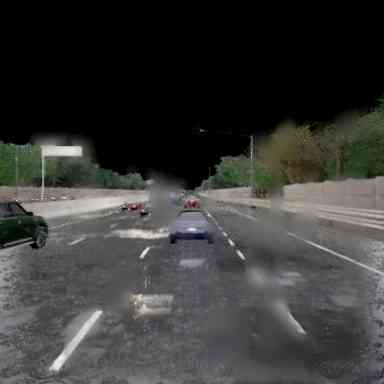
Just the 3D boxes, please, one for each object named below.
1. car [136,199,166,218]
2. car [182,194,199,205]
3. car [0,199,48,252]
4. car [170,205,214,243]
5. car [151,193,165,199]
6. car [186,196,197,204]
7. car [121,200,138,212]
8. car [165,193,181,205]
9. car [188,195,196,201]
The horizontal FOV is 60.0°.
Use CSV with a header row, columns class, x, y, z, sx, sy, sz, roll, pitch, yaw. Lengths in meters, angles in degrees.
class,x,y,z,sx,sy,sz,roll,pitch,yaw
car,-3.505,1.619,30.271,1.895,1.301,4.718,0,0,0
car,-0.008,1.386,48.171,2.097,1.767,4.553,0,0,0
car,-7.003,1.227,11.370,2.150,2.045,5.566,0,0,0
car,-0.002,1.573,16.241,1.994,1.385,4.181,0,0,0
car,-7.013,1.276,67.350,2.150,2.045,5.566,0,0,0
car,-0.012,1.599,64.219,2.033,1.411,5.357,0,0,0
car,-7.005,1.626,39.290,1.895,1.301,4.718,0,0,0
car,-3.509,1.527,62.263,1.882,1.535,5.008,0,0,0
car,-0.015,1.601,85.310,1.812,1.442,4.674,0,0,0
